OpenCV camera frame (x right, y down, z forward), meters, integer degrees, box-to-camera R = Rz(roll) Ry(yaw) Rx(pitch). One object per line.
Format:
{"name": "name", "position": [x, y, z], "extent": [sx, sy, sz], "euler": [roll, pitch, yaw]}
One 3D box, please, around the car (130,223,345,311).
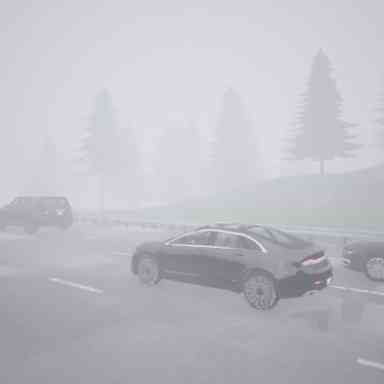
{"name": "car", "position": [0.664, 1.491, 7.818], "extent": [4.902, 1.511, 2.128], "euler": [0, 0, 36]}

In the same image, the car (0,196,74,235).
{"name": "car", "position": [-9.147, 1.221, 19.119], "extent": [5.566, 2.045, 2.150], "euler": [0, 0, 36]}

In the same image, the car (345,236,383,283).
{"name": "car", "position": [6.318, 1.504, 8.083], "extent": [4.892, 1.490, 1.837], "euler": [0, 0, 36]}
